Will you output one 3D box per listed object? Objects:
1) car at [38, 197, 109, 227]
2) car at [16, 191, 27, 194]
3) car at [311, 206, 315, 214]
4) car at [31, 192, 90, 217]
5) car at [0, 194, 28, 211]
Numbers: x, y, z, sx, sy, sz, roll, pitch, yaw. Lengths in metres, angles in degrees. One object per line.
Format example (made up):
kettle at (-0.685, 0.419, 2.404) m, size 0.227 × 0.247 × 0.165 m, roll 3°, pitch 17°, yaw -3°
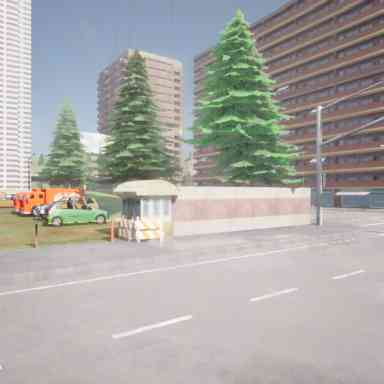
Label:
car at (-7.437, 1.341, 21.496) m, size 3.988 × 1.617 × 1.851 m, roll 0°, pitch 0°, yaw -35°
car at (-25.799, 1.204, 46.638) m, size 3.866 × 1.878 × 1.905 m, roll 0°, pitch 0°, yaw -35°
car at (10.761, 1.581, 35.263) m, size 1.812 × 1.442 × 4.674 m, roll 0°, pitch 0°, yaw -35°
car at (-9.461, 1.172, 25.546) m, size 4.605 × 1.855 × 1.932 m, roll 0°, pitch 0°, yaw -35°
car at (-24.520, 1.394, 44.116) m, size 4.193 × 1.474 × 1.816 m, roll 0°, pitch 0°, yaw -35°
